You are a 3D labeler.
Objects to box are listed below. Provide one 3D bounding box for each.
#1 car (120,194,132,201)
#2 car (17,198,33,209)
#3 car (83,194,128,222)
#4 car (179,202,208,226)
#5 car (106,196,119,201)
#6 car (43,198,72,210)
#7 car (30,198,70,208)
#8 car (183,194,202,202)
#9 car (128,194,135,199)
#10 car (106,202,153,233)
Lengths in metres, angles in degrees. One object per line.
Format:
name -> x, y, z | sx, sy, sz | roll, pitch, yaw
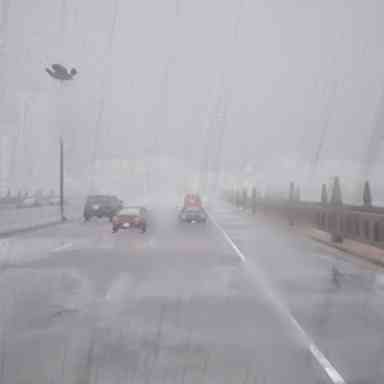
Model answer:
car -> -16.740, 1.389, 84.769 | 2.097, 1.767, 4.553 | 0, 0, 2
car -> -21.092, 1.546, 43.768 | 1.812, 1.442, 4.674 | 0, 0, 0
car -> -6.909, 1.234, 26.595 | 2.150, 2.045, 5.566 | 0, 0, 0
car -> 0.093, 1.612, 23.263 | 1.895, 1.301, 4.718 | 0, 0, 0
car -> -20.240, 1.629, 84.809 | 1.895, 1.301, 4.718 | 0, 0, 2
car -> -17.592, 1.546, 43.766 | 1.812, 1.442, 4.674 | 0, 0, 0
car -> -14.102, 1.579, 33.585 | 1.994, 1.385, 4.181 | 0, 0, 0
car -> 0.099, 1.242, 41.520 | 2.150, 2.045, 5.566 | 0, 0, 0
car -> -13.568, 1.573, 73.242 | 2.033, 1.411, 5.357 | 0, 0, 2
car -> -3.407, 1.535, 19.588 | 1.812, 1.442, 4.674 | 0, 0, 0
